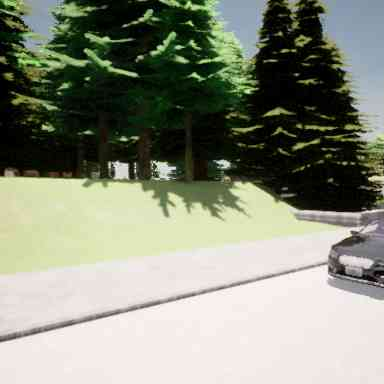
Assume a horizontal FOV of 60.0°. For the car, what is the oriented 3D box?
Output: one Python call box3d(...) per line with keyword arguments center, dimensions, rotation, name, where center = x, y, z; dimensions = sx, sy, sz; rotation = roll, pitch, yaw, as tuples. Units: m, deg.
box3d(center=(5.418, 1.384, 8.461), dimensions=(4.902, 1.511, 2.128), rotation=(-1, 0, -35), name="car")
